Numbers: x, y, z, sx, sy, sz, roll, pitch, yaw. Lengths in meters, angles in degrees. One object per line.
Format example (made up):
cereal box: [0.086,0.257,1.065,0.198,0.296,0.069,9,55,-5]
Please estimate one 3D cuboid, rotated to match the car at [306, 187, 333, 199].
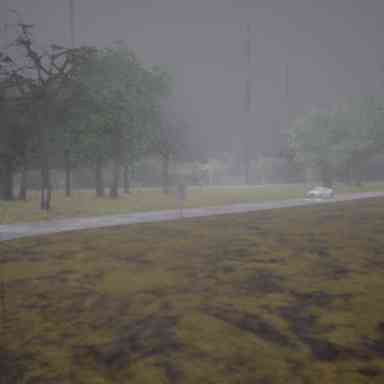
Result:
car: [17.228,0.088,44.659,4.674,1.442,1.812,-3,2,-39]
